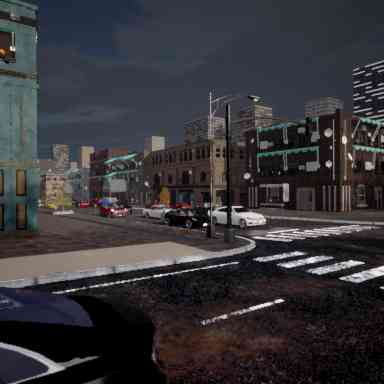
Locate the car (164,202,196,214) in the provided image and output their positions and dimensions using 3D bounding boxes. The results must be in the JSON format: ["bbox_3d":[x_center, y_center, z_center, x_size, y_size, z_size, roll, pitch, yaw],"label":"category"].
[{"bbox_3d":[-1.548,1.903,40.075,1.802,1.307,4.206,-2,0,-36],"label":"car"}]

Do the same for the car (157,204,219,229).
[{"bbox_3d":[-0.392,1.814,23.840,1.947,1.339,4.313,-2,0,-36],"label":"car"}]

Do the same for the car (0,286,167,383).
[{"bbox_3d":[-2.466,1.492,1.922,4.902,1.511,2.128,0,0,-36],"label":"car"}]

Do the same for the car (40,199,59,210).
[{"bbox_3d":[-24.362,2.232,57.574,1.752,1.417,4.829,-1,0,-36],"label":"car"}]

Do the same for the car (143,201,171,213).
[{"bbox_3d":[-4.766,1.966,44.577,1.802,1.307,4.206,-2,0,-36],"label":"car"}]

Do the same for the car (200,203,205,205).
[{"bbox_3d":[1.671,1.809,35.572,2.008,1.369,4.403,-2,0,-36],"label":"car"}]

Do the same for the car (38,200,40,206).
[{"bbox_3d":[-30.899,2.375,66.719,2.008,1.369,4.403,-1,0,-36],"label":"car"}]

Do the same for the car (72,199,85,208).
[{"bbox_3d":[-20.586,2.230,62.263,1.994,1.385,4.181,-1,0,-36],"label":"car"}]

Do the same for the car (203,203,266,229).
[{"bbox_3d":[3.099,1.722,23.686,1.812,1.442,4.674,-1,0,-37],"label":"car"}]

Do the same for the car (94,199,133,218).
[{"bbox_3d":[-8.367,1.846,35.199,1.967,1.590,4.097,-1,0,-36],"label":"car"}]

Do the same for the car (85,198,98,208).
[{"bbox_3d":[-17.650,1.939,62.588,2.192,1.841,5.009,-1,0,-36],"label":"car"}]

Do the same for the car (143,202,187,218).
[{"bbox_3d":[-2.861,1.914,31.972,1.895,1.301,4.718,-1,0,-36],"label":"car"}]

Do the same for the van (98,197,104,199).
[{"bbox_3d":[-14.430,1.906,58.085,1.690,1.788,3.998,-1,0,-36],"label":"van"}]

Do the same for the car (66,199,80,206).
[{"bbox_3d":[-27.302,2.364,76.096,1.947,1.339,4.313,-1,0,-36],"label":"car"}]

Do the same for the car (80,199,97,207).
[{"bbox_3d":[-20.864,2.227,67.091,1.887,1.381,4.507,-1,0,-36],"label":"car"}]
